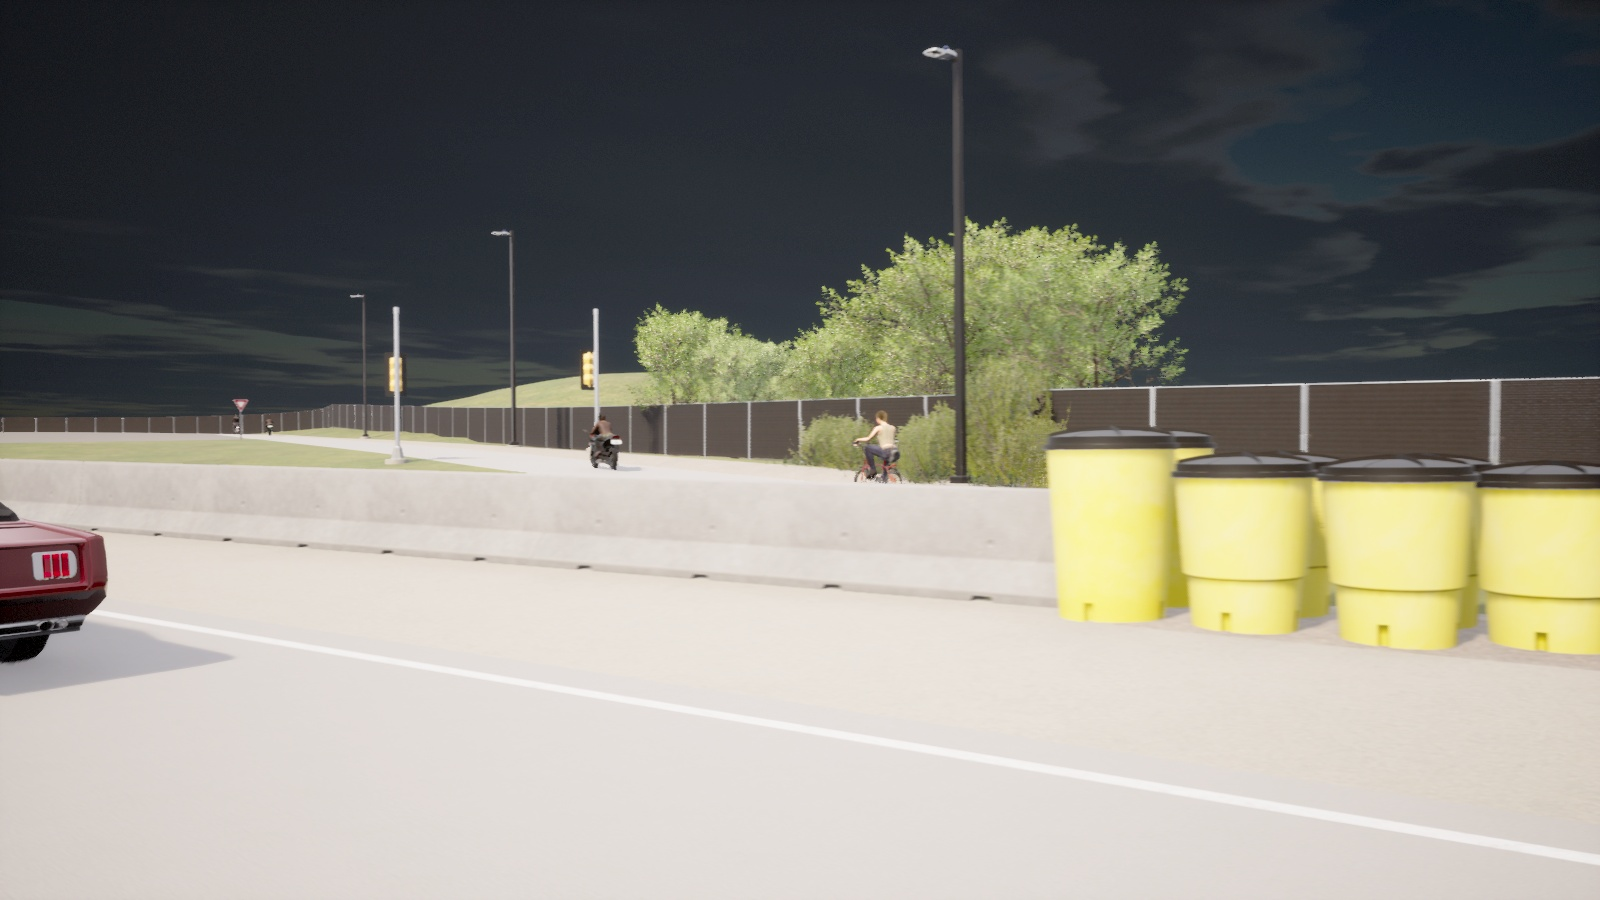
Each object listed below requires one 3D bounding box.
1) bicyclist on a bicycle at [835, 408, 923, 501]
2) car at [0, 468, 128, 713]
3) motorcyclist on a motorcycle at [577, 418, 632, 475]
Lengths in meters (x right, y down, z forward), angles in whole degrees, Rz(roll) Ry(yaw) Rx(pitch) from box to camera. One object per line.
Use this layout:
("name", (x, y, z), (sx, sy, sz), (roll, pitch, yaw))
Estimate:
("bicyclist on a bicycle", (1.428, 0.063, 22.872), (0.866, 1.612, 1.509), (-2, 2, -32))
("car", (-6.463, 0.784, 7.920), (4.718, 1.301, 1.895), (0, 1, 34))
("motorcyclist on a motorcycle", (-5.400, -0.122, 34.565), (0.797, 1.523, 2.044), (-2, 2, -29))
